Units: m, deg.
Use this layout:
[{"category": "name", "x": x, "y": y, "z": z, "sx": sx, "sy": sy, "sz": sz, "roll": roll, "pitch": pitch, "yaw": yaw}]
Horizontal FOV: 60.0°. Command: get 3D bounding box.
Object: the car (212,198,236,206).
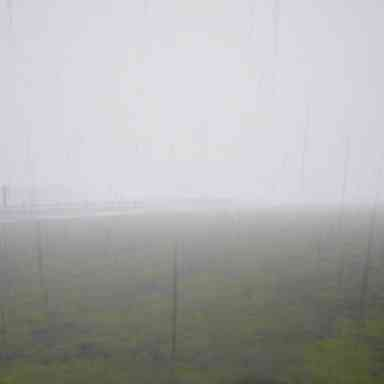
[{"category": "car", "x": 5.512, "y": 1.704, "z": 57.180, "sx": 1.895, "sy": 1.301, "sz": 4.718, "roll": 0, "pitch": 1, "yaw": 44}]
